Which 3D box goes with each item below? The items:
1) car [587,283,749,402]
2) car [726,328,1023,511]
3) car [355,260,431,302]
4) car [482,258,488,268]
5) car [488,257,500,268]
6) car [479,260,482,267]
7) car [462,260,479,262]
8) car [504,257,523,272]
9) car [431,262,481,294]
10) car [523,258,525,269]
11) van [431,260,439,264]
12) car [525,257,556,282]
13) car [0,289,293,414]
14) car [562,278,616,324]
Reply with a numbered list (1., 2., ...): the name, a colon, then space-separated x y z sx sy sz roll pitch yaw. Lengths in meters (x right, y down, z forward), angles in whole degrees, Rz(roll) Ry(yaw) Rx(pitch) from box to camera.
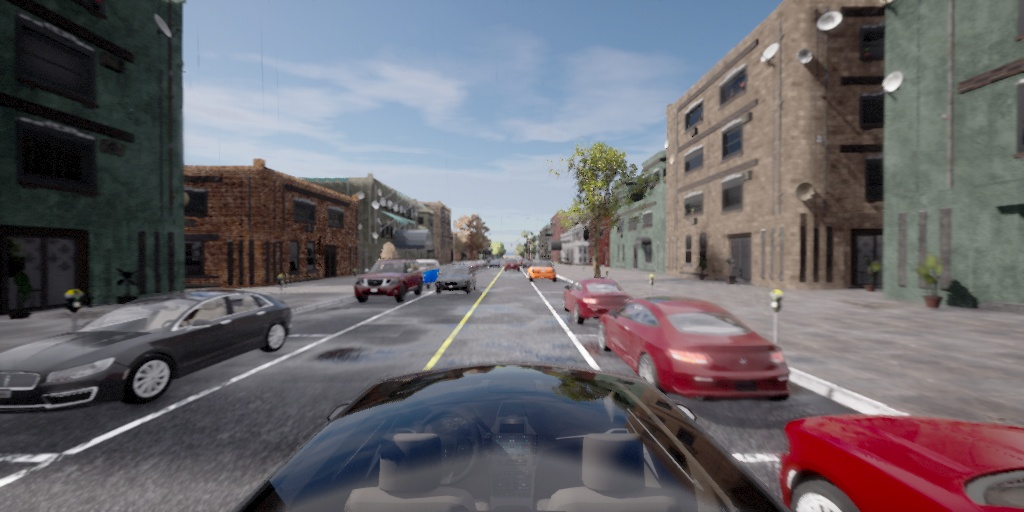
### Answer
1. car: 2.695 1.341 6.194 1.802 1.307 4.207 0 0 0
2. car: 2.694 1.293 0.646 1.888 1.381 4.507 0 0 0
3. car: -5.682 1.096 17.291 2.192 1.841 5.009 0 0 0
4. car: -5.670 1.450 61.678 1.802 1.307 4.207 0 0 0
5. car: -3.004 1.420 62.522 2.033 1.411 5.357 0 0 1
6. car: -5.673 1.392 50.581 1.888 1.381 4.507 0 0 0
7. car: -5.675 1.276 45.033 1.967 1.591 4.097 0 0 0
8. car: 0.029 1.196 49.596 2.097 1.767 4.553 0 0 0
9. car: -3.093 1.293 20.532 1.837 1.490 4.892 0 0 0
10. car: 2.710 1.434 61.678 1.948 1.339 4.313 0 0 0
11. van: -5.681 1.133 22.839 1.690 1.789 3.998 0 0 0
12. car: 2.395 1.159 29.639 2.097 1.767 4.553 0 0 0
13. car: -5.685 1.310 6.194 2.007 1.370 4.403 0 0 0
14. car: 2.697 1.352 11.743 1.802 1.307 4.207 0 0 0
